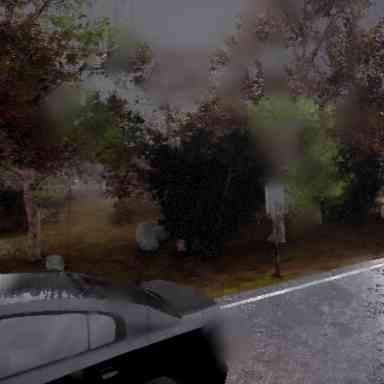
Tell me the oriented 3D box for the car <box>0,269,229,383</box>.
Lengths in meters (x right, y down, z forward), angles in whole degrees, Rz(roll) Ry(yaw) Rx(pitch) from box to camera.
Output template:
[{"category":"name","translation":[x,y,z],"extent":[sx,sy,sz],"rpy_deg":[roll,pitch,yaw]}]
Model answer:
[{"category":"car","translation":[-1.977,1.478,2.567],"extent":[5.008,1.535,1.882],"rpy_deg":[0,0,-35]}]
